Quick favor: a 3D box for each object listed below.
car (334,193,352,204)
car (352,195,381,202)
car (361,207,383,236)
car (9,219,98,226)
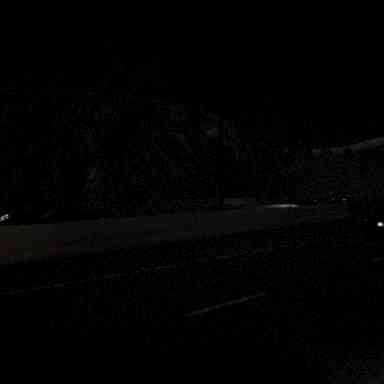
[{"bbox_3d":[21.418,1.019,46.962,2.097,1.767,4.553,0,0,45],"label":"car"},{"bbox_3d":[23.558,1.152,44.157,2.128,1.511,4.902,0,0,45],"label":"car"},{"bbox_3d":[10.062,1.430,16.380,4.181,1.385,1.994,-1,0,-41],"label":"car"},{"bbox_3d":[-6.641,1.513,16.616,4.674,1.442,1.812,-1,0,-37],"label":"car"}]
